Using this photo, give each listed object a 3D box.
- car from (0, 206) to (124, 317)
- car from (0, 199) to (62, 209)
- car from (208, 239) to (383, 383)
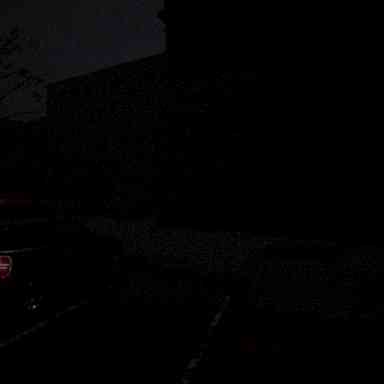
[{"bbox_3d":[-3.392,1.353,7.784,2.185,1.767,4.553,0,-1,15],"label":"car"},{"bbox_3d":[-5.830,1.226,9.526,2.435,2.045,5.566,1,-1,15],"label":"car"},{"bbox_3d":[1.532,1.483,4.323,2.097,1.535,5.008,1,-1,15],"label":"car"}]
